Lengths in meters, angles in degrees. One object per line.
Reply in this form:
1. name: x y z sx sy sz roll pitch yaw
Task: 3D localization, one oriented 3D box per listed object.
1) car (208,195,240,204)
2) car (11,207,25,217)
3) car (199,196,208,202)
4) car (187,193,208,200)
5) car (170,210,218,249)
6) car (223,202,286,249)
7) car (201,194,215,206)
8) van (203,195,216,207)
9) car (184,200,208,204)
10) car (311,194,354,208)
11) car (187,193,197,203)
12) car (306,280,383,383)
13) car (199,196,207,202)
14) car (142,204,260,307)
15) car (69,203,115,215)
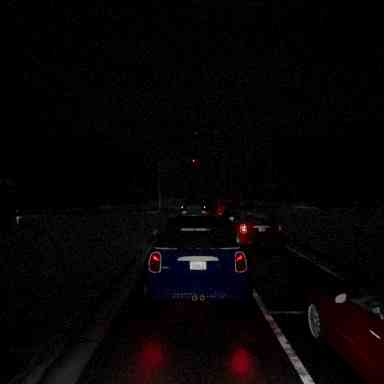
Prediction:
1. car: 2.638 1.322 25.210 2.192 1.841 5.009 -1 0 0
2. car: -21.121 2.113 36.962 4.674 1.442 1.812 -2 1 0
3. car: 2.665 1.650 78.603 2.008 1.369 4.403 -1 0 0
4. car: 0.991 1.388 43.899 2.097 1.767 4.553 1 0 -43
5. car: 0.102 1.602 15.491 1.895 1.301 4.718 0 0 0
6. car: 2.634 1.441 14.406 1.967 1.590 4.097 -1 0 0
7. car: 2.652 1.363 56.978 2.192 1.841 5.009 -1 0 0
8. van: 2.650 1.379 51.572 1.690 1.788 3.998 -1 0 0
9. car: 0.114 1.571 25.503 1.994 1.385 4.181 0 0 -1
10. car: 16.811 1.051 39.904 4.892 1.490 1.837 -1 1 0
11. car: 0.052 1.305 71.366 2.150 2.045 5.566 0 0 0
12. car: 2.631 1.581 3.601 1.802 1.307 4.206 -1 0 0
13. car: 2.668 1.659 84.010 1.887 1.381 4.507 -1 0 0
14. car: 0.073 1.351 8.155 2.097 1.767 4.553 0 0 -1
15. car: -10.996 1.893 36.948 4.718 1.301 1.895 -2 1 0
